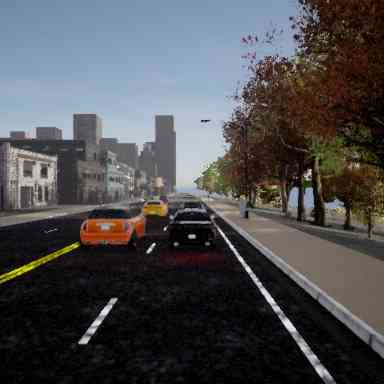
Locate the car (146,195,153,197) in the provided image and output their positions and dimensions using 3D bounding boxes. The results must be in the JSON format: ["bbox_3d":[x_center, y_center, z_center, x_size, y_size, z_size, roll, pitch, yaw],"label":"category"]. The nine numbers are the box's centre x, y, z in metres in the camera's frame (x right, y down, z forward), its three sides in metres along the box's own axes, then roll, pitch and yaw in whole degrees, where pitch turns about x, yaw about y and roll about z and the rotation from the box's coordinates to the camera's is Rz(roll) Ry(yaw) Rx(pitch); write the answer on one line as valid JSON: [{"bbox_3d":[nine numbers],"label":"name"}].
[{"bbox_3d":[-9.750,1.467,75.927,2.128,1.511,4.902,0,0,0],"label":"car"}]

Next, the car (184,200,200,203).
[{"bbox_3d":[0.000,1.508,29.652,1.837,1.490,4.892,0,0,0],"label":"car"}]

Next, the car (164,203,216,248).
[{"bbox_3d":[0.000,1.479,14.651,1.882,1.535,5.008,0,0,0],"label":"car"}]

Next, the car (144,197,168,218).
[{"bbox_3d":[-3.250,1.477,29.652,1.882,1.535,5.008,0,0,0],"label":"car"}]

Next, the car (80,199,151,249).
[{"bbox_3d":[-3.249,1.360,14.621,2.097,1.767,4.553,0,0,0],"label":"car"}]

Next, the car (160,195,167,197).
[{"bbox_3d":[-6.501,1.419,75.926,1.882,1.535,5.008,0,0,0],"label":"car"}]
